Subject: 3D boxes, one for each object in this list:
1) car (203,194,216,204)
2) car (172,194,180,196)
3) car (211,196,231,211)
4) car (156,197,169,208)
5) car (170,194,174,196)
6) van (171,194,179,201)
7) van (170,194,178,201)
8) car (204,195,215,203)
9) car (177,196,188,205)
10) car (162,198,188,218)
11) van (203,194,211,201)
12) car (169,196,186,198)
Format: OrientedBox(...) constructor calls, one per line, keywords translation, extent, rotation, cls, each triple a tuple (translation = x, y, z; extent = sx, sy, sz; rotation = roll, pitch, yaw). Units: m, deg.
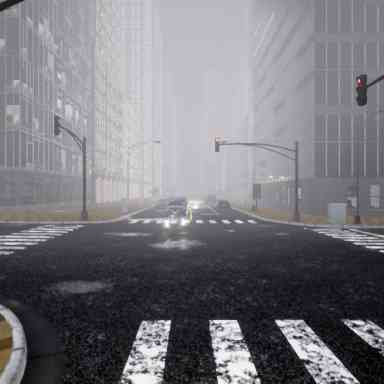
OrientedBox(translation=(3.639, 1.313, 63.942), extent=(2.192, 1.841, 5.009), rotation=(0, 0, 0), cls="car")
OrientedBox(translation=(-1.690, 1.500, 52.088), extent=(2.128, 1.511, 4.902), rotation=(0, 0, 0), cls="car")
OrientedBox(translation=(3.832, 1.579, 41.834), extent=(1.947, 1.339, 4.313), rotation=(0, 0, 0), cls="car")
OrientedBox(translation=(-4.133, 1.593, 47.309), extent=(1.802, 1.307, 4.206), rotation=(0, 0, 0), cls="car")
OrientedBox(translation=(-4.241, 1.564, 63.891), extent=(1.947, 1.339, 4.313), rotation=(0, 0, 0), cls="car")
OrientedBox(translation=(-4.385, 1.315, 86.001), extent=(1.690, 1.788, 3.998), rotation=(0, 0, 0), cls="van")
OrientedBox(translation=(-4.349, 1.321, 80.474), extent=(1.690, 1.788, 3.998), rotation=(0, 0, 0), cls="van")
OrientedBox(translation=(3.603, 1.432, 69.470), extent=(1.967, 1.590, 4.097), rotation=(0, 0, 0), cls="car")
OrientedBox(translation=(-1.716, 1.526, 61.990), extent=(1.812, 1.442, 4.674), rotation=(0, 0, 0), cls="car")
OrientedBox(translation=(-1.505, 1.543, 30.687), extent=(1.812, 1.442, 4.674), rotation=(0, 0, -2), cls="car")
OrientedBox(translation=(3.531, 1.321, 80.525), extent=(1.690, 1.788, 3.998), rotation=(0, 0, 0), cls="van")
OrientedBox(translation=(-1.629, 1.539, 42.104), extent=(1.812, 1.442, 4.674), rotation=(0, 0, 0), cls="car")
